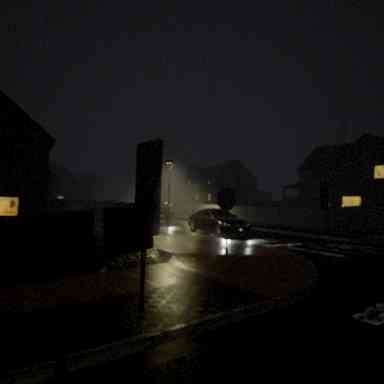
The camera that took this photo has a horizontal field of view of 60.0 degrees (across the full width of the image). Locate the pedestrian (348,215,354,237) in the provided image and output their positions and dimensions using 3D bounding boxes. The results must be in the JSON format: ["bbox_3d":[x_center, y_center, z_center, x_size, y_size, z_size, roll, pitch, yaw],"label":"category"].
[{"bbox_3d":[8.544,1.456,17.900,0.375,1.860,0.375,2,-1,-31],"label":"pedestrian"}]

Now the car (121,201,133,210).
[{"bbox_3d":[-12.398,2.532,63.640,2.033,1.411,5.357,2,-1,-13],"label":"car"}]

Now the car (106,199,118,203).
[{"bbox_3d":[-12.367,1.852,51.589,2.097,1.767,4.553,2,-1,-16],"label":"car"}]

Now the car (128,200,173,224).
[{"bbox_3d":[-3.430,1.535,28.118,2.150,2.045,5.566,3,-2,-25],"label":"car"}]

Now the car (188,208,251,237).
[{"bbox_3d":[1.376,1.663,18.787,1.812,1.442,4.674,3,-2,-28],"label":"car"}]
